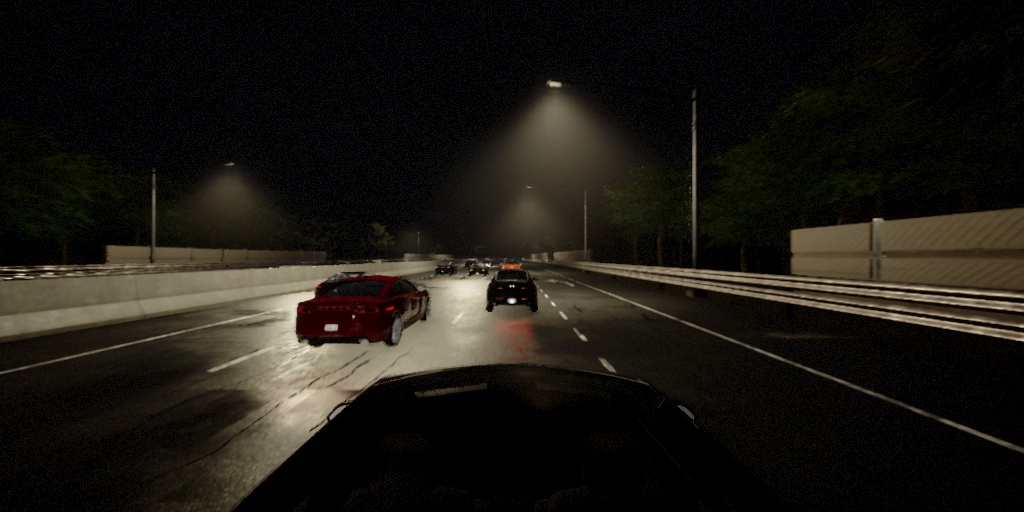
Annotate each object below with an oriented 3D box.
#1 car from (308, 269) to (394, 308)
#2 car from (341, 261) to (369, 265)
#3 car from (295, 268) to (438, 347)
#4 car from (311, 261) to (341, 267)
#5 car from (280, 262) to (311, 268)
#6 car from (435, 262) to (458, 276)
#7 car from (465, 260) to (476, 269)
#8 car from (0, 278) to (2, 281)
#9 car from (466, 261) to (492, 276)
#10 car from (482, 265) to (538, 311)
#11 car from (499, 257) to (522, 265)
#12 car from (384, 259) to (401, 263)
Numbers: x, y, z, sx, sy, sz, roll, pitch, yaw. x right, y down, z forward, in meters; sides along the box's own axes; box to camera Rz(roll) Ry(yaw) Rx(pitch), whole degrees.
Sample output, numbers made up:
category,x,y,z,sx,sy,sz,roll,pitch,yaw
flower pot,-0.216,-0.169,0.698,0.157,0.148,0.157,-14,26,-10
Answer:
category,x,y,z,sx,sy,sz,roll,pitch,yaw
car,-7.003,1.348,16.153,1.994,1.385,4.181,0,0,0
car,-21.070,1.407,49.172,1.837,1.490,4.892,0,0,0
car,-3.500,1.243,9.427,1.882,1.535,5.008,0,0,0
car,-24.555,1.427,48.460,1.812,1.442,4.674,0,0,1
car,-28.059,1.498,46.943,1.895,1.301,4.718,0,0,1
car,-7.007,1.362,38.653,2.128,1.511,4.902,0,0,0
car,-7.010,1.410,62.521,1.882,1.535,5.008,0,0,0
car,-17.599,0.987,9.244,2.150,2.045,5.566,0,0,0
car,-3.505,1.471,38.666,1.895,1.301,4.718,0,0,0
car,-0.002,1.285,14.663,1.837,1.490,4.892,0,0,0
car,-0.006,1.222,38.597,2.097,1.767,4.553,0,0,0
car,-17.555,1.263,52.521,2.097,1.767,4.553,0,0,1
